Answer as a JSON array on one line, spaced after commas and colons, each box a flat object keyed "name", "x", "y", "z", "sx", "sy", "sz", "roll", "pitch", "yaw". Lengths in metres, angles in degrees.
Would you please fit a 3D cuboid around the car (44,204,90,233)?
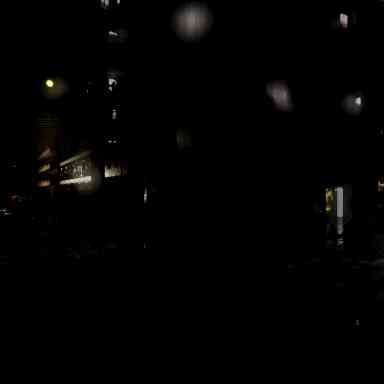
[{"name": "car", "x": -7.374, "y": 1.608, "z": 19.939, "sx": 1.947, "sy": 1.339, "sz": 4.313, "roll": 1, "pitch": 0, "yaw": -30}]

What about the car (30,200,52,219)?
[{"name": "car", "x": -12.987, "y": 1.619, "z": 29.520, "sx": 1.802, "sy": 1.307, "sz": 4.206, "roll": 1, "pitch": 0, "yaw": -30}]

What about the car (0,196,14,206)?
[{"name": "car", "x": -29.707, "y": 1.468, "z": 52.988, "sx": 1.882, "sy": 1.535, "sz": 5.008, "roll": 1, "pitch": 0, "yaw": -30}]

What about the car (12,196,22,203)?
[{"name": "car", "x": -38.242, "y": 1.542, "z": 72.637, "sx": 1.887, "sy": 1.381, "sz": 4.507, "roll": 1, "pitch": 0, "yaw": -30}]

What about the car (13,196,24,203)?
[{"name": "car", "x": -35.436, "y": 1.548, "z": 67.846, "sx": 1.887, "sy": 1.381, "sz": 4.507, "roll": 1, "pitch": 0, "yaw": -30}]

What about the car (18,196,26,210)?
[{"name": "car", "x": -21.403, "y": 1.466, "z": 43.893, "sx": 1.967, "sy": 1.590, "sz": 4.097, "roll": 1, "pitch": 0, "yaw": -30}]

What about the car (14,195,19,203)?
[{"name": "car", "x": -27.017, "y": 1.569, "z": 53.474, "sx": 2.008, "sy": 1.369, "sz": 4.403, "roll": 1, "pitch": 0, "yaw": -30}]

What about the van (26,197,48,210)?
[{"name": "van", "x": -15.790, "y": 1.374, "z": 34.312, "sx": 1.690, "sy": 1.788, "sz": 3.998, "roll": 1, "pitch": 0, "yaw": -30}]

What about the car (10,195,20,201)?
[{"name": "car", "x": -43.854, "y": 1.536, "z": 82.218, "sx": 2.008, "sy": 1.369, "sz": 4.403, "roll": 1, "pitch": 0, "yaw": -30}]
